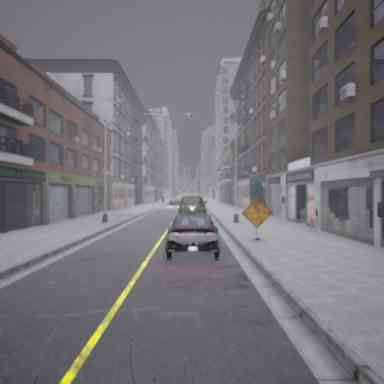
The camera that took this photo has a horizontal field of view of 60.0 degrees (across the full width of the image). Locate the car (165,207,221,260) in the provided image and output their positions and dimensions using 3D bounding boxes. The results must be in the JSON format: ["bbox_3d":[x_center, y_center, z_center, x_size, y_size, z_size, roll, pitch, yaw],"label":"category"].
[{"bbox_3d":[0.051,1.529,12.615,2.128,1.511,4.902,0,0,1],"label":"car"}]

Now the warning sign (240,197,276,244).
[{"bbox_3d":[2.722,1.156,13.946,1.300,1.860,1.060,0,0,0],"label":"warning sign"}]

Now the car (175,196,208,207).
[{"bbox_3d":[0.047,1.295,26.473,2.150,2.045,5.566,0,0,1],"label":"car"}]

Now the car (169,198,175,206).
[{"bbox_3d":[-3.023,1.733,58.077,1.895,1.301,4.718,0,0,1],"label":"car"}]
